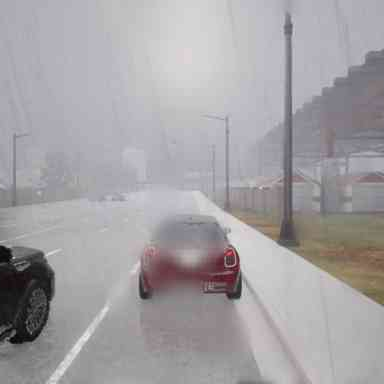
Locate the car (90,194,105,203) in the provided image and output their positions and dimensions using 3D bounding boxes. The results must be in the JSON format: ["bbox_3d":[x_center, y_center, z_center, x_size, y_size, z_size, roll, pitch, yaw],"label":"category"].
[{"bbox_3d":[-17.445,1.151,61.603,2.128,1.511,4.902,0,1,1],"label":"car"}]

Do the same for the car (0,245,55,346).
[{"bbox_3d":[-3.396,1.223,3.270,2.150,2.045,5.566,0,0,0],"label":"car"}]

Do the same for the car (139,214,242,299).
[{"bbox_3d":[-0.033,1.353,8.620,2.097,1.767,4.553,0,0,0],"label":"car"}]

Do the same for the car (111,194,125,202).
[{"bbox_3d":[-13.939,1.122,62.890,2.128,1.511,4.902,0,1,1],"label":"car"}]
